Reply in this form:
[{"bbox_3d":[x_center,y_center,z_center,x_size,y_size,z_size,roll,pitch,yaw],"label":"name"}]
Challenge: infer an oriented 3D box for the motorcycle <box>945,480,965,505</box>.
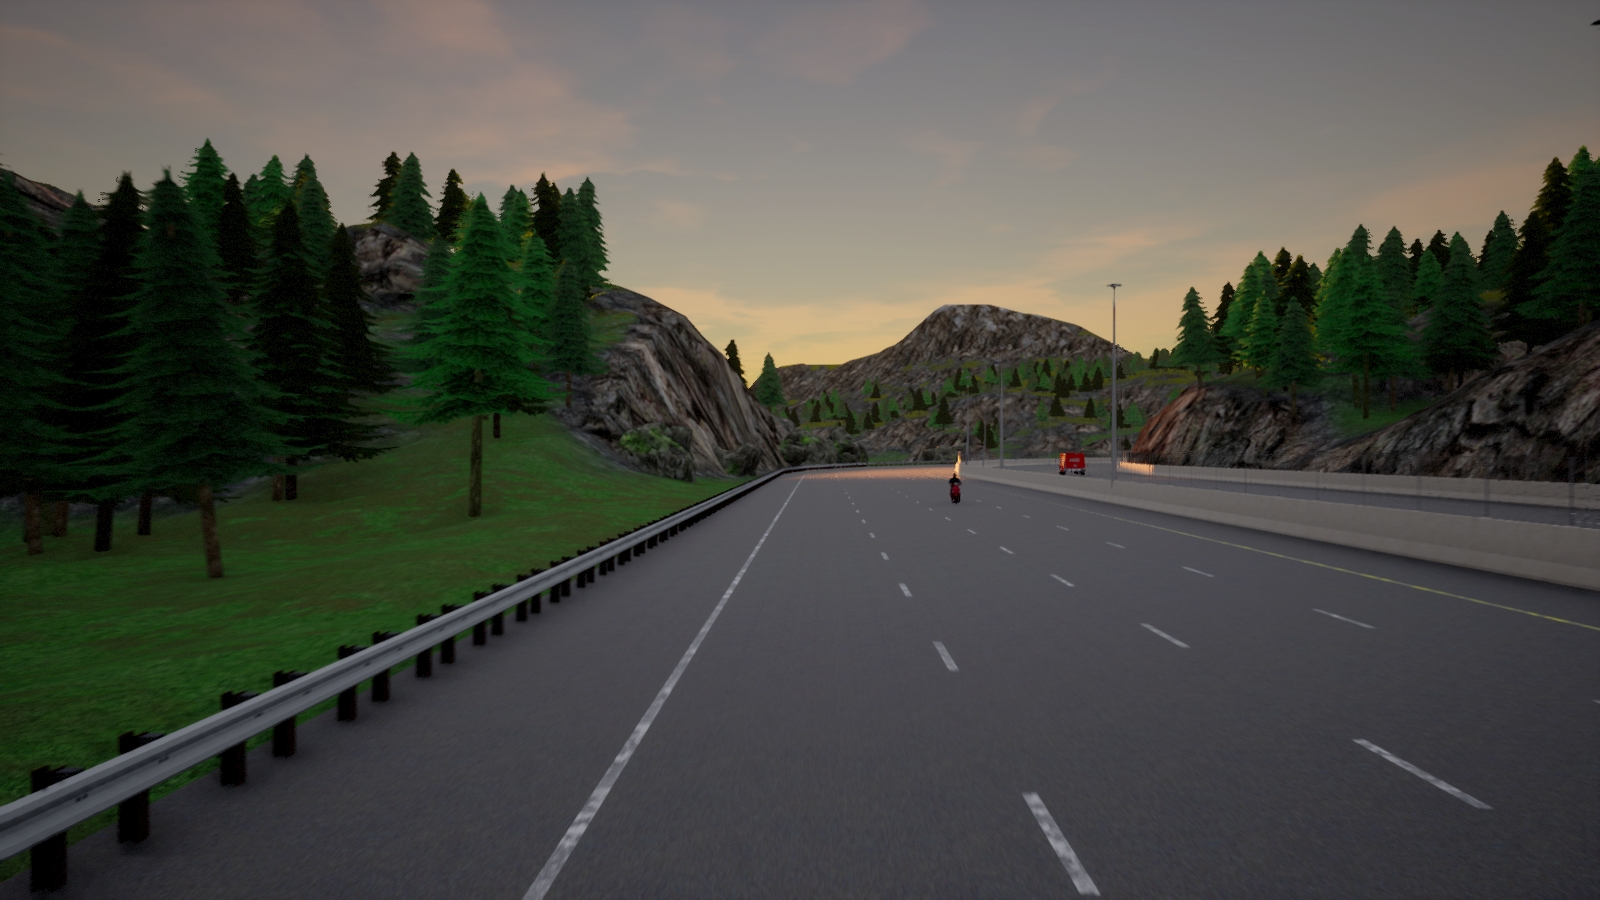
[{"bbox_3d":[8.009,2.185,59.051,0.856,1.236,1.805,0,0,1],"label":"motorcycle"}]
